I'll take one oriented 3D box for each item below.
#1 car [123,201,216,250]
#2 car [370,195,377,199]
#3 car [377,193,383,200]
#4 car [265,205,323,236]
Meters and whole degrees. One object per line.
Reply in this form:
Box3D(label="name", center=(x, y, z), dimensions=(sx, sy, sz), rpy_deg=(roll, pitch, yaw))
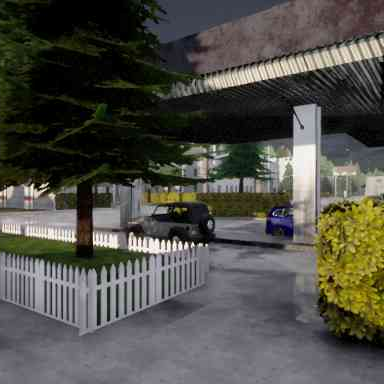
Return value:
Box3D(label="car", center=(-0.905, 1.312, 13.783), dimensions=(3.866, 1.878, 1.905), rpy_deg=(0, 0, 35))
Box3D(label="car", center=(33.116, 1.297, 60.206), dimensions=(2.007, 1.523, 4.514), rpy_deg=(0, 0, 35))
Box3D(label="car", center=(25.852, 1.077, 43.466), dimensions=(1.905, 1.878, 3.866), rpy_deg=(0, 0, 35))
Box3D(label="car", center=(5.896, 1.480, 15.932), dimensions=(4.611, 1.667, 2.242), rpy_deg=(0, 0, 35))
